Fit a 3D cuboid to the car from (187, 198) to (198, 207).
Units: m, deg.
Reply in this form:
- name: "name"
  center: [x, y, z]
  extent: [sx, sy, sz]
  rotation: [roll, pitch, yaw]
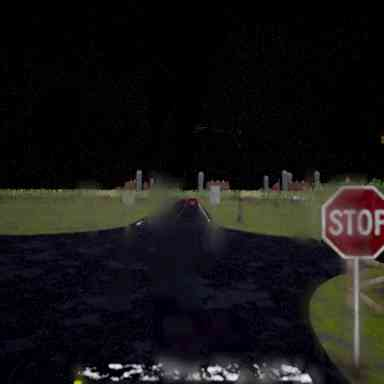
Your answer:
- name: "car"
  center: [0.094, 1.842, 59.544]
  extent: [1.882, 1.535, 5.008]
  rotation: [0, 0, 0]

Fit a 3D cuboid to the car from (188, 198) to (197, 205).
- name: "car"
  center: [0.111, 1.925, 69.994]
  extent: [1.895, 1.301, 4.718]
  rotation: [0, 0, 0]
